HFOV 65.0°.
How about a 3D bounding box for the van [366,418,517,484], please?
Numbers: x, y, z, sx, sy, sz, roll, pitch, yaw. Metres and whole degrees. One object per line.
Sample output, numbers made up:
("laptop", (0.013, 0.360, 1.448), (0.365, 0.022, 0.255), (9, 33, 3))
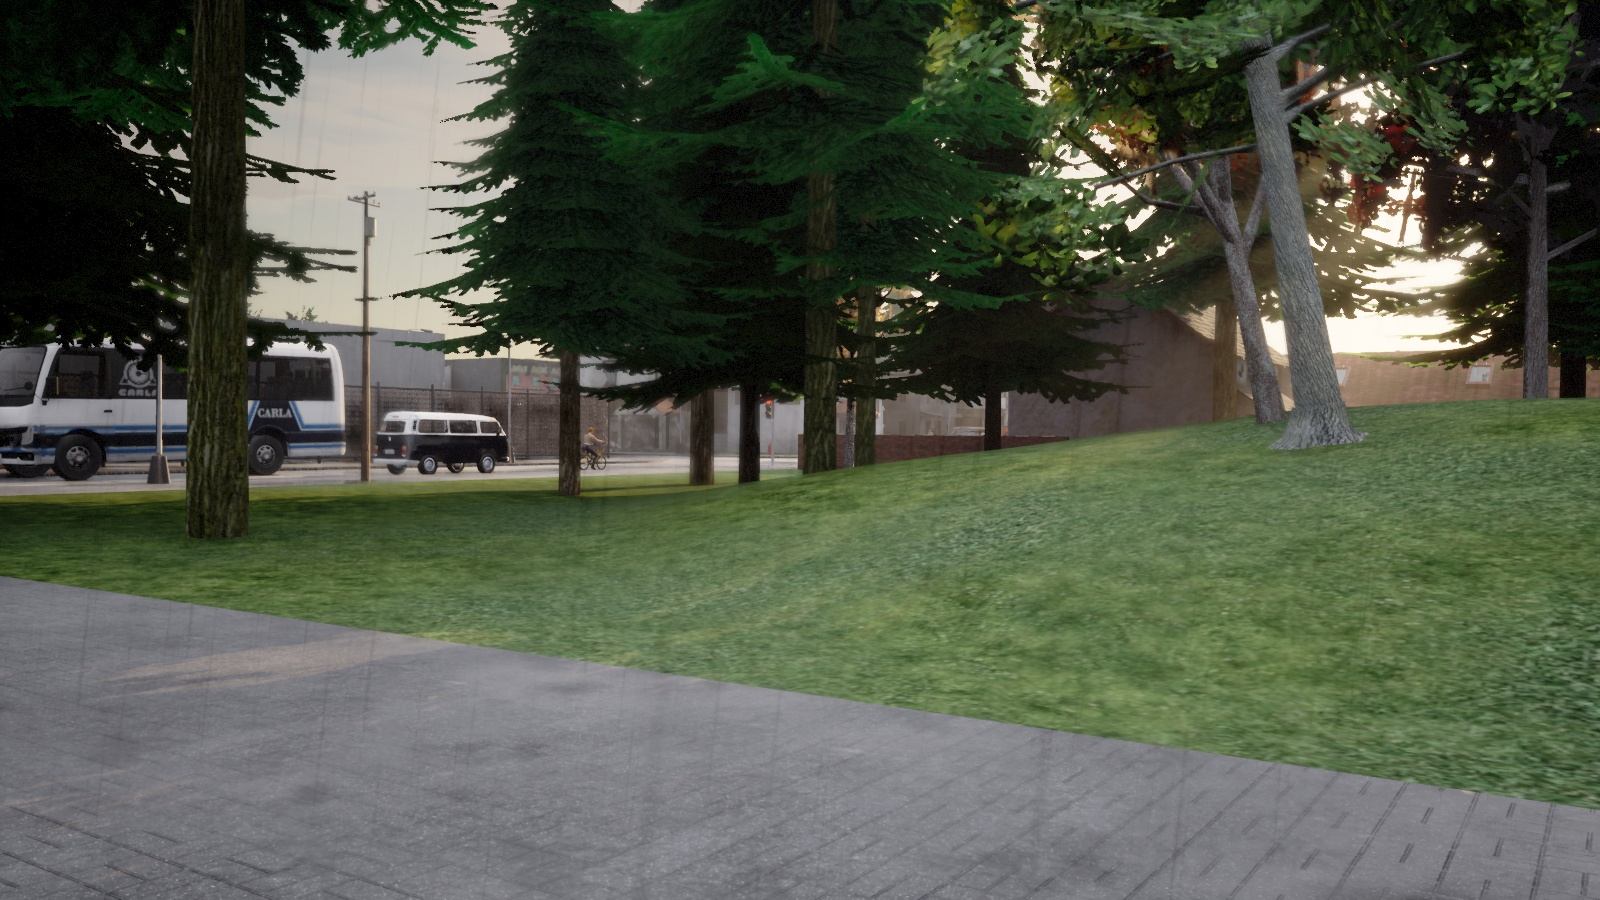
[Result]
("van", (-11.720, -0.003, 41.329), (2.069, 2.038, 4.480), (0, 1, 34))

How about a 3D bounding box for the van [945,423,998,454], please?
("van", (11.444, -0.759, 83.486), (1.775, 1.987, 4.442), (0, 1, 33))

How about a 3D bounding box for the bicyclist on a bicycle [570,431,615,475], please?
("bicyclist on a bicycle", (-7.791, 0.094, 47.229), (0.866, 1.612, 1.509), (0, 1, 33))

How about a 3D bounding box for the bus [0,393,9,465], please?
("bus", (-51.309, -1.151, 71.100), (3.944, 4.253, 10.273), (0, 1, 37))

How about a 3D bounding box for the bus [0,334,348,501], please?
("bus", (-19.137, -0.983, 37.392), (3.944, 4.253, 10.273), (0, 2, 33))
